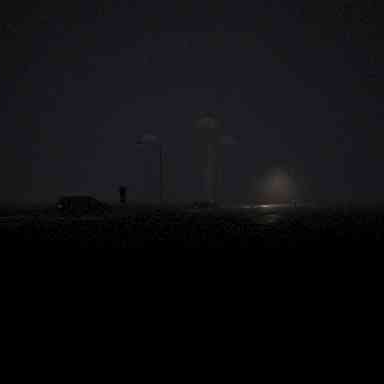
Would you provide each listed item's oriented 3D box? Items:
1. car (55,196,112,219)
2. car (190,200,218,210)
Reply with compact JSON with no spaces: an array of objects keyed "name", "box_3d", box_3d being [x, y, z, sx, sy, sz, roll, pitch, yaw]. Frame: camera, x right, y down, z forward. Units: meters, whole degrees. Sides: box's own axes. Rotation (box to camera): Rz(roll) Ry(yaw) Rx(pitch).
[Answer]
[{"name":"car","box_3d":[-10.291,1.399,31.904,2.150,2.045,5.566,0,0,36]},{"name":"car","box_3d":[1.811,1.883,48.845,1.895,1.301,4.718,0,0,36]}]
